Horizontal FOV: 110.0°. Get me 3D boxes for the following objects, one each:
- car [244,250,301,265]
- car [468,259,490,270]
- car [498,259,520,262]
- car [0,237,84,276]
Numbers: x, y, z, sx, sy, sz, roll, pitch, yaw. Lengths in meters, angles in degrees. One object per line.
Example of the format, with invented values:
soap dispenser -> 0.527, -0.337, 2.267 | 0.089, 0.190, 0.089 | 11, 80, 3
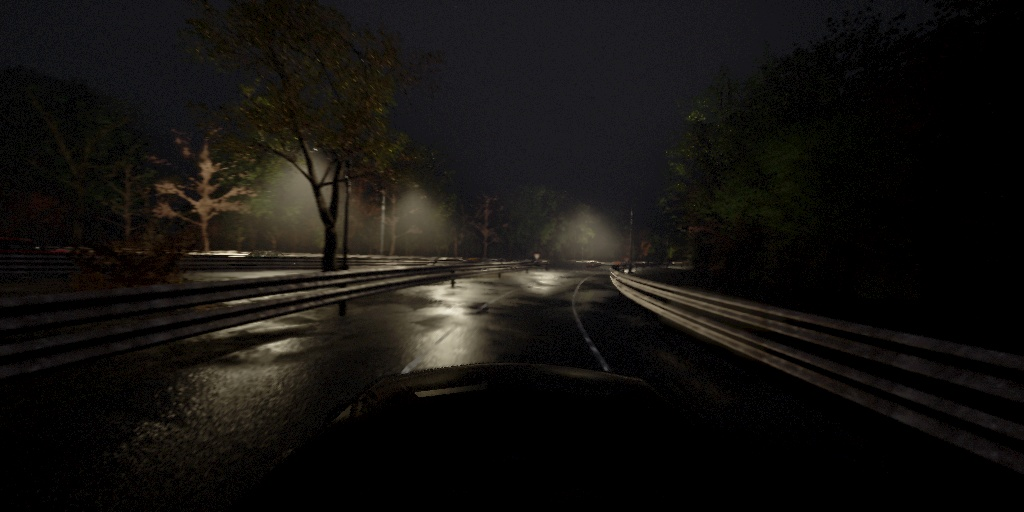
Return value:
car -> -23.559, 0.233, 35.456 | 2.097, 1.767, 4.553 | 3, 0, 37
car -> -4.752, 1.157, 48.920 | 1.812, 1.442, 4.674 | 3, 0, 37
car -> -1.558, 1.270, 59.022 | 2.033, 1.411, 5.357 | 3, 0, 37
car -> -26.927, 0.002, 19.272 | 2.150, 2.045, 5.566 | 3, 0, 37
